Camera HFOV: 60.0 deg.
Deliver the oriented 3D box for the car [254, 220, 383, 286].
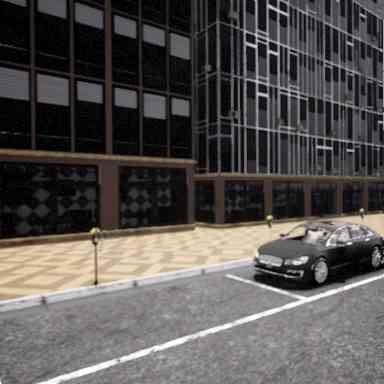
[{"bbox_3d":[3.606,1.489,9.133,4.403,1.369,2.008,-1,0,-35],"label":"car"}]
